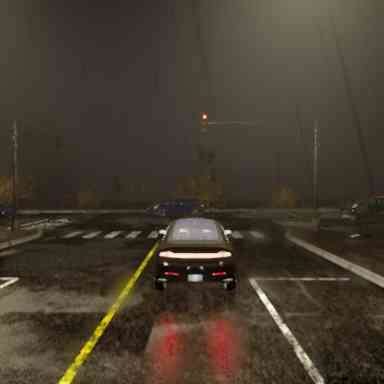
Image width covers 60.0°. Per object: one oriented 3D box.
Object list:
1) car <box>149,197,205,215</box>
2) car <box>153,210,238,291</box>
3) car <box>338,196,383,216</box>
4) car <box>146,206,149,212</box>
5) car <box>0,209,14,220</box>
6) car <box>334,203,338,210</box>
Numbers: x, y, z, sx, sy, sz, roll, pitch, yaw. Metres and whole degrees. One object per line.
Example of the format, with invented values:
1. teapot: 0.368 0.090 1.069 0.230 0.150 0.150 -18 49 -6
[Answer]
1. car: -1.140 1.258 29.267 4.553 1.767 2.097 0 0 1
2. car: 0.086 1.473 8.977 2.128 1.511 4.902 0 0 1
3. car: 15.776 1.161 29.096 4.553 1.767 2.097 0 1 1
4. car: -1.691 1.421 32.515 5.357 1.411 2.033 0 1 1
5. car: -16.376 1.669 25.957 4.718 1.301 1.895 0 1 1
6. car: 16.467 1.359 32.342 4.718 1.301 1.895 0 1 1
